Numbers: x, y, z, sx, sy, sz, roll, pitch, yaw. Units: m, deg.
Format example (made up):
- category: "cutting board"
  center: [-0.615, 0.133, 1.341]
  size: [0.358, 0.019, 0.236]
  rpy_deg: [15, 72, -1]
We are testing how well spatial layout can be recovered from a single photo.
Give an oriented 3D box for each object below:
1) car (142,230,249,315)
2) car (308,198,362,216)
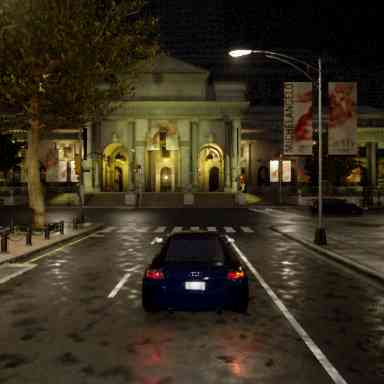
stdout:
- category: "car"
  center: [0.073, 1.564, 7.676]
  size: [1.994, 1.385, 4.181]
  rpy_deg: [0, 0, 0]
- category: "car"
  center: [13.541, 1.351, 31.519]
  size: [4.553, 1.767, 2.097]
  rpy_deg: [0, 0, 0]
